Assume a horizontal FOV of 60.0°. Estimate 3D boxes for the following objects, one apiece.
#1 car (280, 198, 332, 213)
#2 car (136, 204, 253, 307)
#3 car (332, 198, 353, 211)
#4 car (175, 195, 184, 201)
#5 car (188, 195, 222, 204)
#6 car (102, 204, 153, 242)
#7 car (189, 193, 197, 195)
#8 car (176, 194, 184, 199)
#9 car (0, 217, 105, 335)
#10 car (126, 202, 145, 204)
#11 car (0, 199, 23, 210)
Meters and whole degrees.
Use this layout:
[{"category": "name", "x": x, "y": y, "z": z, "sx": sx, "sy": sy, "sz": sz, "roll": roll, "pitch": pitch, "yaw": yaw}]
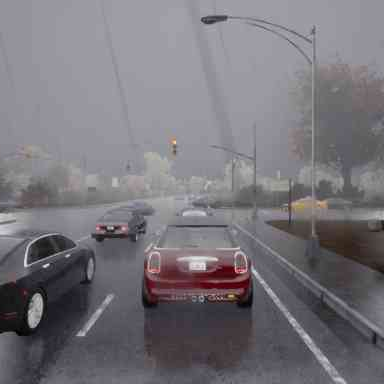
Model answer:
[{"category": "car", "x": 12.222, "y": 1.478, "z": 36.543, "sx": 5.008, "sy": 1.535, "sz": 1.882, "roll": 0, "pitch": 0, "yaw": 2}, {"category": "car", "x": 0.107, "y": 1.352, "z": 8.112, "sx": 2.097, "sy": 1.767, "sz": 4.553, "roll": 0, "pitch": 0, "yaw": 0}, {"category": "car", "x": 16.649, "y": 1.504, "z": 39.827, "sx": 4.892, "sy": 1.490, "sz": 1.837, "roll": 0, "pitch": 0, "yaw": 3}, {"category": "car", "x": -3.415, "y": 1.545, "z": 85.354, "sx": 1.994, "sy": 1.385, "sz": 4.181, "roll": 0, "pitch": 0, "yaw": 0}, {"category": "car", "x": 1.712, "y": 1.507, "z": 43.647, "sx": 4.892, "sy": 1.490, "sz": 1.837, "roll": 0, "pitch": 3, "yaw": 44}, {"category": "car", "x": -3.387, "y": 1.547, "z": 16.358, "sx": 2.033, "sy": 1.411, "sz": 5.357, "roll": 0, "pitch": 0, "yaw": 0}, {"category": "car", "x": 0.085, "y": 1.517, "z": 85.385, "sx": 1.812, "sy": 1.442, "sz": 4.674, "roll": 0, "pitch": 0, "yaw": 0}, {"category": "car", "x": -3.365, "y": 1.402, "z": 95.380, "sx": 1.994, "sy": 1.385, "sz": 4.181, "roll": 0, "pitch": 0, "yaw": 1}, {"category": "car", "x": -3.393, "y": 1.505, "z": 6.699, "sx": 1.837, "sy": 1.490, "sz": 4.892, "roll": 0, "pitch": 0, "yaw": 0}, {"category": "car", "x": -5.181, "y": 1.564, "z": 29.330, "sx": 1.994, "sy": 1.385, "sz": 4.181, "roll": 0, "pitch": 0, "yaw": 32}, {"category": "car", "x": -23.750, "y": 1.564, "z": 42.143, "sx": 4.181, "sy": 1.385, "sz": 1.994, "roll": 0, "pitch": 0, "yaw": 3}]
